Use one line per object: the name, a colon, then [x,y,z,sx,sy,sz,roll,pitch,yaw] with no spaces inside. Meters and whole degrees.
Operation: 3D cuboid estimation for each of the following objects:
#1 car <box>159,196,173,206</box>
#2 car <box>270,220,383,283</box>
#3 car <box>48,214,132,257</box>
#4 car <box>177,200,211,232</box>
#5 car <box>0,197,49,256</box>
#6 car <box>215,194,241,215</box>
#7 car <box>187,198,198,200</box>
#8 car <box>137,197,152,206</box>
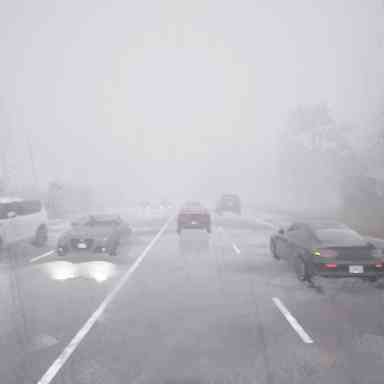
car: [-4.166,1.514,54.047,1.837,1.490,4.892,0,0,-3]
car: [3.603,1.527,9.590,1.812,1.442,4.674,0,0,0]
car: [-3.596,1.567,12.862,1.994,1.385,4.181,0,0,0]
car: [0.104,1.481,20.030,1.882,1.535,5.008,0,0,0]
car: [-7.097,1.224,11.889,2.150,2.045,5.566,0,0,0]
car: [3.593,1.227,33.658,2.150,2.045,5.566,0,0,0]
car: [0.049,1.485,38.427,1.882,1.535,5.008,0,0,-1]
car: [-7.649,1.534,53.959,1.812,1.442,4.674,0,0,-3]
